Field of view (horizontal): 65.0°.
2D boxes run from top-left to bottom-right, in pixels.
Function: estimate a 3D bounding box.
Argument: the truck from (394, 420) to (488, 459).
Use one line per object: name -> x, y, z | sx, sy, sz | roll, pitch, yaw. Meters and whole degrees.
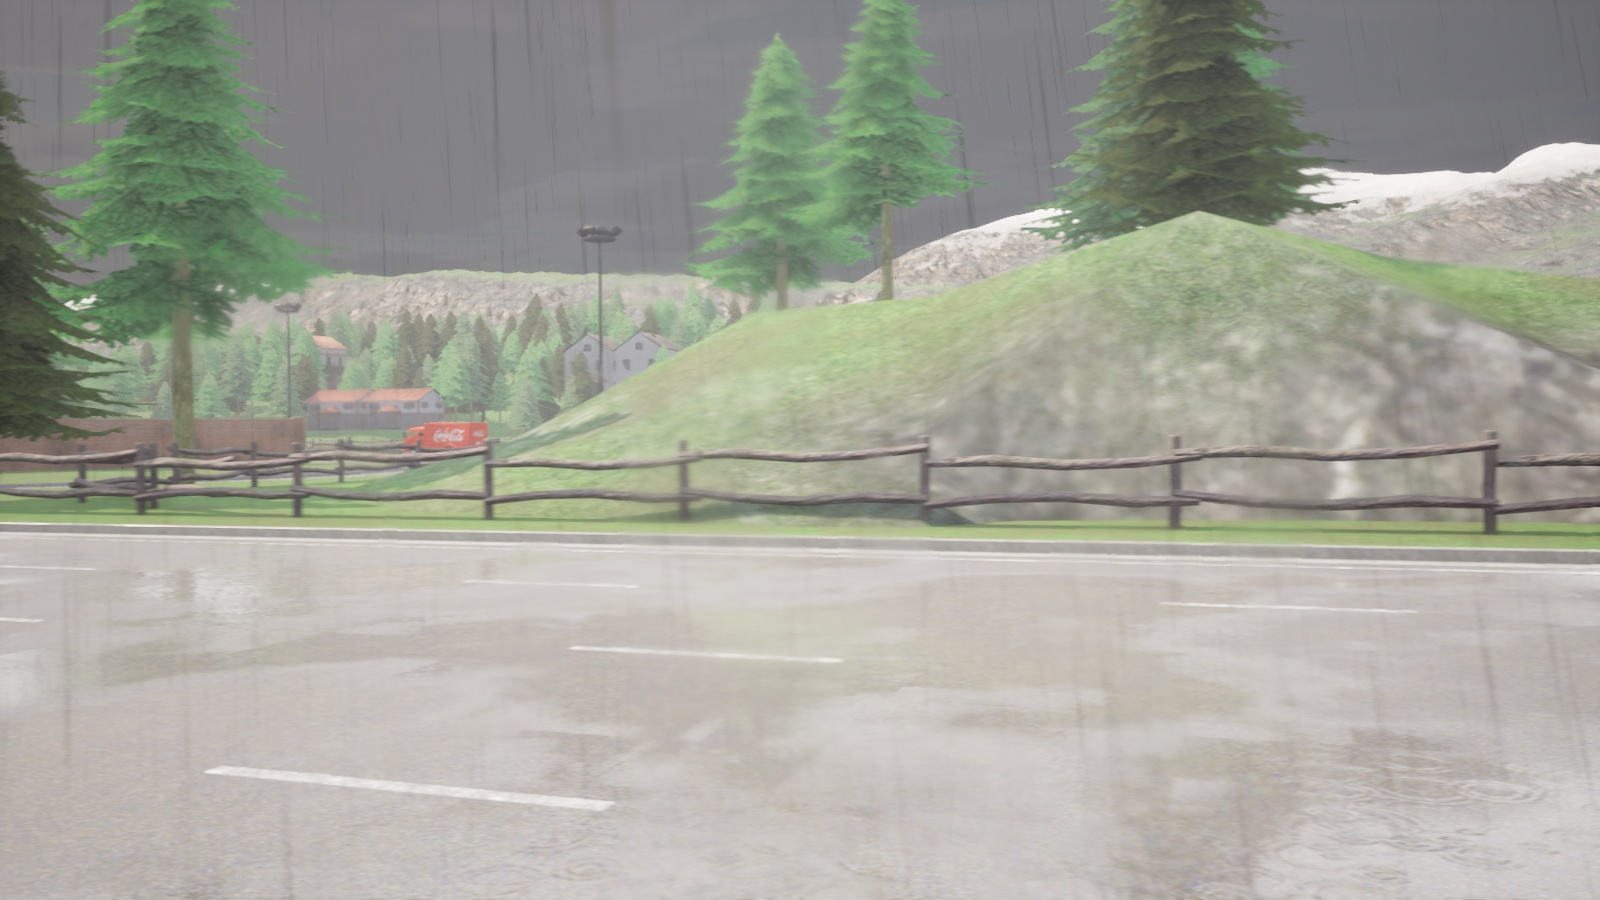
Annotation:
truck -> -23.063, -0.704, 80.746 | 5.204, 2.467, 2.627 | 0, 1, 19
